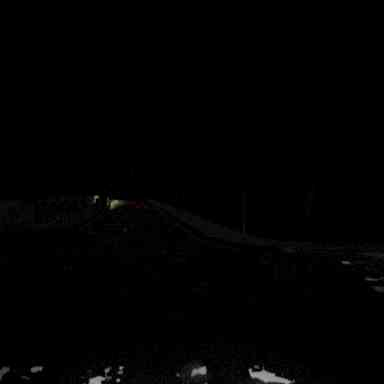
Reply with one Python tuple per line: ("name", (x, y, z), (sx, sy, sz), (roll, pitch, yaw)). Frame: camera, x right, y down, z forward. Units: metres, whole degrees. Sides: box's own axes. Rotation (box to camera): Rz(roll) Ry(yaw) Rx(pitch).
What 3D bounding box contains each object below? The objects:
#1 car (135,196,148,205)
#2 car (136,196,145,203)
("car", (-8.685, 1.428, 57.269), (1.882, 1.535, 5.008), (0, 0, -10))
("car", (-10.495, 1.493, 67.531), (1.837, 1.490, 4.892), (0, 0, -10))
